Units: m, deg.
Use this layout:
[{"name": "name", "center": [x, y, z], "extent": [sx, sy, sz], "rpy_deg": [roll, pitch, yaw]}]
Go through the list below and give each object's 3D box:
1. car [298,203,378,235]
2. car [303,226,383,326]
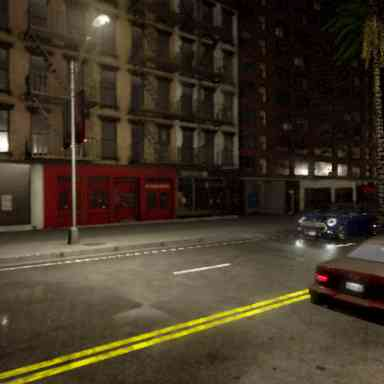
[{"name": "car", "center": [7.492, 1.379, 17.010], "extent": [4.553, 1.767, 2.097], "rpy_deg": [0, 0, -35]}, {"name": "car", "center": [4.619, 1.559, 6.733], "extent": [5.357, 1.411, 2.033], "rpy_deg": [0, 0, -35]}]
